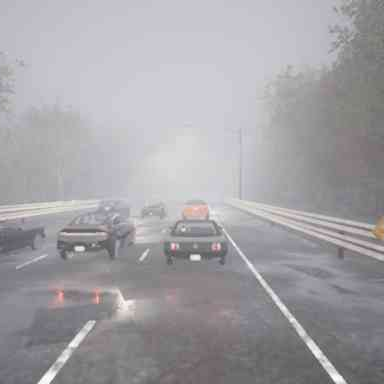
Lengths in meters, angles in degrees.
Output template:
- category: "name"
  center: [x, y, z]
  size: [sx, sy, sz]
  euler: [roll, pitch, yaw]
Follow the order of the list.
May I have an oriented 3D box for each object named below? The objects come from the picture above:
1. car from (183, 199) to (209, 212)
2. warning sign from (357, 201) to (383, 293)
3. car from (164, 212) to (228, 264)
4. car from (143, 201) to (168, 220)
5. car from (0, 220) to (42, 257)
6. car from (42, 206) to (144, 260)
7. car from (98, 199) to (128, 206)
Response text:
- category: "car"
  center: [0.342, 1.366, 28.389]
  size: [2.097, 1.767, 4.553]
  euler: [0, 0, 1]
- category: "warning sign"
  center: [4.546, 1.122, 7.240]
  size: [1.300, 1.860, 1.060]
  euler: [-1, -1, 0]
- category: "car"
  center: [0.136, 1.609, 11.861]
  size: [1.895, 1.301, 4.718]
  euler: [0, 0, 1]
- category: "car"
  center: [-3.154, 1.506, 28.634]
  size: [2.128, 1.511, 4.902]
  euler: [0, 0, 1]
- category: "car"
  center: [-6.883, 1.609, 11.386]
  size: [1.895, 1.301, 4.718]
  euler: [0, 0, 1]
- category: "car"
  center: [-3.359, 1.500, 12.453]
  size: [2.128, 1.511, 4.902]
  euler: [0, 0, 1]
- category: "car"
  center: [-6.658, 1.367, 28.460]
  size: [2.097, 1.767, 4.553]
  euler: [0, 0, 1]
